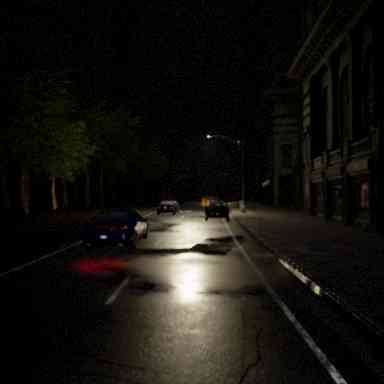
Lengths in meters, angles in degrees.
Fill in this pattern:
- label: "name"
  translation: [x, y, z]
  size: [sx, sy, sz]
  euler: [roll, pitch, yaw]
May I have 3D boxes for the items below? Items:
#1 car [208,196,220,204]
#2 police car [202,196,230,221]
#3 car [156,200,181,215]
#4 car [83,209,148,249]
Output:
- label: "car"
  translation: [4.300, 1.584, 64.801]
  size: [1.882, 1.535, 5.008]
  euler: [0, -1, 8]
- label: "police car"
  translation: [2.004, 1.372, 26.913]
  size: [1.930, 1.638, 5.238]
  euler: [0, 0, 3]
- label: "car"
  translation: [-2.249, 1.473, 32.738]
  size: [2.033, 1.411, 5.357]
  euler: [0, 0, 4]
- label: "car"
  translation: [-3.132, 1.479, 14.540]
  size: [1.882, 1.535, 5.008]
  euler: [0, 0, 2]
